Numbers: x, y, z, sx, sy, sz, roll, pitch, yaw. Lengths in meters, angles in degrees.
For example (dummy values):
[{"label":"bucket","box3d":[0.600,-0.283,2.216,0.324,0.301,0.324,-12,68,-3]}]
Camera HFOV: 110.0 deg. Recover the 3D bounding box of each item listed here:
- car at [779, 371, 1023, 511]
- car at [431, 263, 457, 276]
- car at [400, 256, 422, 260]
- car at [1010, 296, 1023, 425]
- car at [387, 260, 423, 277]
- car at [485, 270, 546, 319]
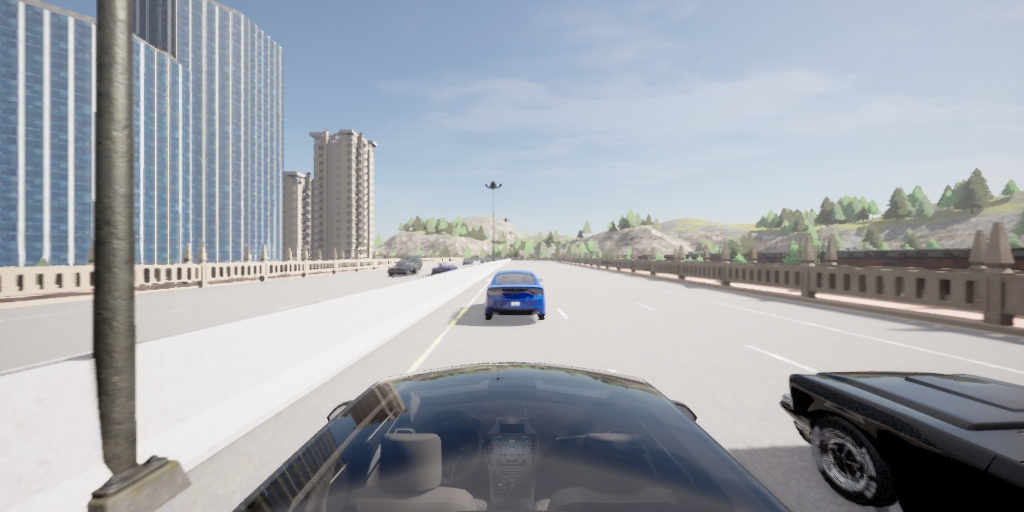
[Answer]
[{"label":"car","box3d":[3.600,1.351,1.414,1.895,1.301,4.718,0,0,0]},{"label":"car","box3d":[-6.967,1.351,37.183,1.895,1.301,4.718,0,0,1]},{"label":"car","box3d":[-13.666,0.975,48.283,2.150,2.045,5.566,0,0,2]},{"label":"car","box3d":[7.100,1.242,1.899,2.128,1.511,4.902,0,0,0]},{"label":"car","box3d":[-10.503,1.351,34.980,1.895,1.301,4.718,0,0,1]},{"label":"car","box3d":[0.103,1.228,12.804,1.882,1.535,5.008,0,0,0]}]
